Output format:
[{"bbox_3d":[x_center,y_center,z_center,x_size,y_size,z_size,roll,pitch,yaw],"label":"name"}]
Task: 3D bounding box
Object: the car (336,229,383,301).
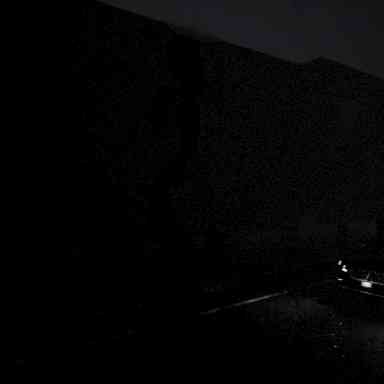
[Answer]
[{"bbox_3d":[5.313,1.522,7.731,4.892,1.490,1.837,0,0,-35],"label":"car"}]
